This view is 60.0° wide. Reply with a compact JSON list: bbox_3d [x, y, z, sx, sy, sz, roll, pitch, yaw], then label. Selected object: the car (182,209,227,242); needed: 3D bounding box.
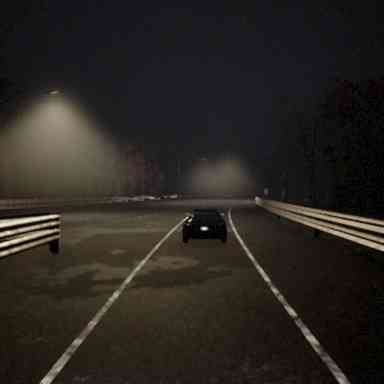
[{"bbox_3d":[0.634,1.503,16.013,1.994,1.385,4.181,0,0,3],"label":"car"}]
